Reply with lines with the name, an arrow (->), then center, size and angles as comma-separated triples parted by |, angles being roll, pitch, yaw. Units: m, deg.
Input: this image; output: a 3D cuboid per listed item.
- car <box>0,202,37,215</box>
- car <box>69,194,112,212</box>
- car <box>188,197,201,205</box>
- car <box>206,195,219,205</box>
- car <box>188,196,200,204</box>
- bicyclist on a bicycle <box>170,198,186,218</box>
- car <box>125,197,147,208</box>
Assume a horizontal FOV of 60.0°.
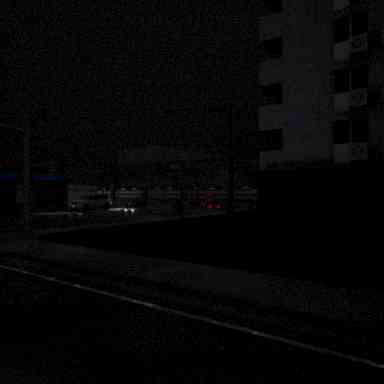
car -> -17.890, 1.660, 32.463 | 1.895, 1.301, 4.718 | 0, 0, 35
car -> -12.305, 1.280, 40.716 | 2.150, 2.045, 5.566 | 0, 0, 29
car -> 0.439, 1.623, 59.053 | 1.994, 1.385, 4.181 | 0, 0, 4
car -> 3.912, 1.579, 58.463 | 1.812, 1.442, 4.674 | 0, 0, 4
car -> 0.383, 1.632, 67.465 | 1.994, 1.385, 4.181 | 0, 0, -8
bicyclist on a bicycle -> -1.174, 1.330, 27.294 | 1.656, 1.620, 0.582 | 0, 0, 36
car -> -8.358, 1.554, 49.991 | 2.128, 1.511, 4.902 | 0, 0, 15
